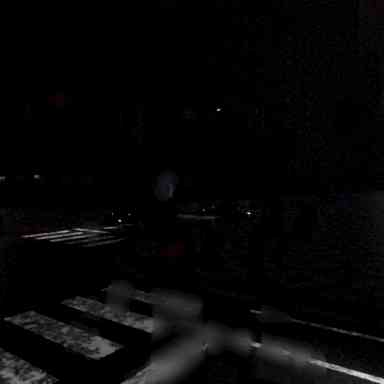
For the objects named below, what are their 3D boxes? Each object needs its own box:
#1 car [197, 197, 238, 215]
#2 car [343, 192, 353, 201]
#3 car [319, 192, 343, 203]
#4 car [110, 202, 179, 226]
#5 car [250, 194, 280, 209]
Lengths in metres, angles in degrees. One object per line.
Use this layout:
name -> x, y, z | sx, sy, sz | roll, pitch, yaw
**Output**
car -> 2.322, 1.158, 28.768 | 1.812, 1.442, 4.674 | 0, 1, 36
car -> 25.488, 0.654, 55.641 | 1.882, 1.535, 5.008 | 0, 1, 36
car -> 19.600, 0.815, 47.417 | 1.837, 1.490, 4.892 | 0, 1, 36
car -> -2.957, 1.354, 21.413 | 1.895, 1.301, 4.718 | 0, 1, 36
car -> 8.129, 0.977, 36.868 | 1.882, 1.535, 5.008 | 0, 1, 36
